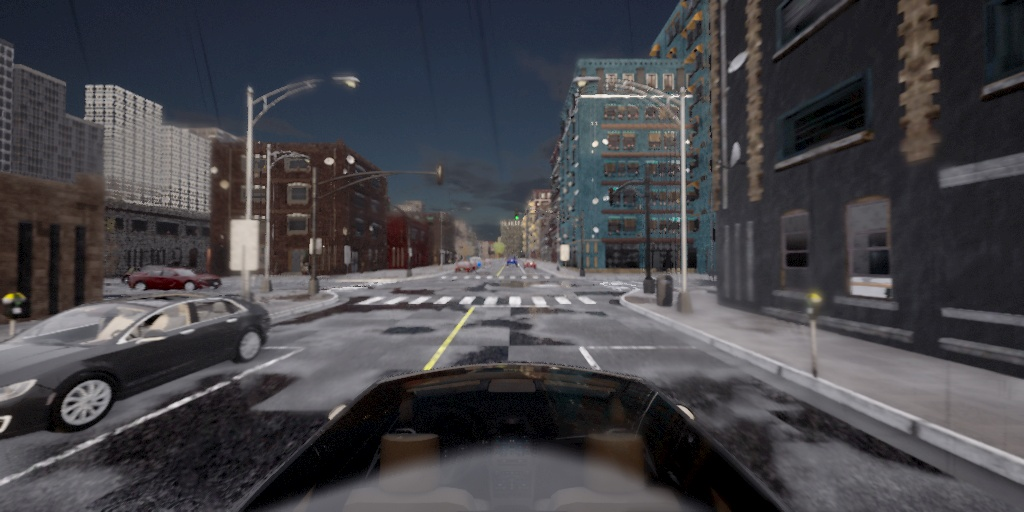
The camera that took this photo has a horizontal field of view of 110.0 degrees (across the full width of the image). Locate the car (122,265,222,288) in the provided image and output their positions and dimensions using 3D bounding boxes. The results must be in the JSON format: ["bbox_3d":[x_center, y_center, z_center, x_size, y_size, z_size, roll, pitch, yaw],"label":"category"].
[{"bbox_3d":[-19.295,1.356,20.697,4.507,1.381,1.888,0,0,1],"label":"car"}]

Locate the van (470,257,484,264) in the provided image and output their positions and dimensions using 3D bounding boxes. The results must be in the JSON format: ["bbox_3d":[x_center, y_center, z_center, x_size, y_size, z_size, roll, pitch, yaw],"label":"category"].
[{"bbox_3d":[-5.691,1.067,54.775,1.690,1.789,3.998,0,0,0],"label":"van"}]

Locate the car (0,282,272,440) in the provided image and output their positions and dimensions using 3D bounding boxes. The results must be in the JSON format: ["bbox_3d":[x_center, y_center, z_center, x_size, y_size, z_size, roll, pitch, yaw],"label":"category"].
[{"bbox_3d":[-5.691,1.299,5.450,2.007,1.370,4.403,0,0,0],"label":"car"}]

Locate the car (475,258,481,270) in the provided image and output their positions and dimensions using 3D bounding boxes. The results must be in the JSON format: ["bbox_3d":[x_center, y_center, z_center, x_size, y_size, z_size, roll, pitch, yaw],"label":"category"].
[{"bbox_3d":[-5.691,1.274,49.088,1.888,1.381,4.507,0,0,0],"label":"car"}]

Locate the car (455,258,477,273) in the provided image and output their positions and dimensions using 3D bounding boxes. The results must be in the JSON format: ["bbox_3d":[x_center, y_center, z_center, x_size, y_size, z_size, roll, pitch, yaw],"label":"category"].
[{"bbox_3d":[-5.767,1.277,43.406,1.888,1.381,4.507,0,0,0],"label":"car"}]

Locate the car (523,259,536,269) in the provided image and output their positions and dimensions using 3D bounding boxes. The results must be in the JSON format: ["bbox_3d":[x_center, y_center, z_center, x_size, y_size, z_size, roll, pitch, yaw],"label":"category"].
[{"bbox_3d":[2.690,1.166,54.836,1.967,1.591,4.097,0,0,0],"label":"car"}]
